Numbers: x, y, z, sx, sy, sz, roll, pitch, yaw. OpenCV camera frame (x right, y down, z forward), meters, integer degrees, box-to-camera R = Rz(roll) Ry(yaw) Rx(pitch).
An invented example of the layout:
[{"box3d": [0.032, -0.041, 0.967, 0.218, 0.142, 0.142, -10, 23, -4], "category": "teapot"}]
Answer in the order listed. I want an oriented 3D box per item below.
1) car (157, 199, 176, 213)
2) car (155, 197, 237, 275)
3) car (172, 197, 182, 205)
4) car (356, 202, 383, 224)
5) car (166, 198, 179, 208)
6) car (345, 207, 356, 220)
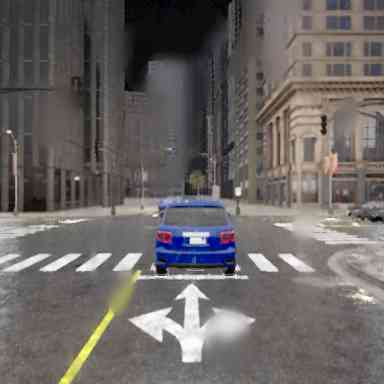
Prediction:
[{"box3d": [-3.035, 1.611, 40.455, 1.882, 1.535, 5.008, 0, 0, 0], "category": "car"}, {"box3d": [0.101, 1.228, 10.670, 2.150, 2.045, 5.566, 0, 1, 0], "category": "car"}, {"box3d": [-2.981, 1.790, 67.925, 1.812, 1.442, 4.674, 0, 0, 0], "category": "car"}, {"box3d": [15.117, 1.564, 23.861, 5.357, 1.411, 2.033, 0, -1, 0], "category": "car"}, {"box3d": [-3.037, 1.691, 52.467, 1.837, 1.490, 4.892, 0, 0, 0], "category": "car"}, {"box3d": [15.086, 1.539, 27.113, 4.902, 1.511, 2.128, 0, -1, 0], "category": "car"}]
